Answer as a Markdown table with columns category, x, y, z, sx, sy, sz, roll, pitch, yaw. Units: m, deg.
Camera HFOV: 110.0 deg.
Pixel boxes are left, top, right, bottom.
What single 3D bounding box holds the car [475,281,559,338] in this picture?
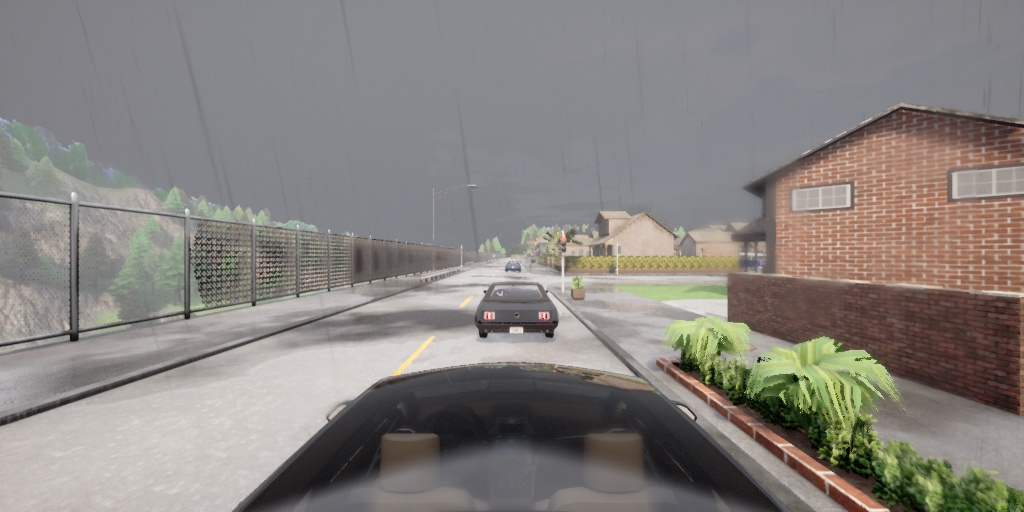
| category | x | y | z | sx | sy | sz | roll | pitch | yaw |
| --- | --- | --- | --- | --- | --- | --- | --- | --- | --- |
| car | 0.108 | 1.349 | 10.145 | 1.895 | 1.301 | 4.718 | 0 | 0 | 0 |

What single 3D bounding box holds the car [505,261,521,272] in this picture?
| category | x | y | z | sx | sy | sz | roll | pitch | yaw |
| --- | --- | --- | --- | --- | --- | --- | --- | --- | --- |
| car | 0.151 | 1.307 | 45.598 | 1.994 | 1.385 | 4.181 | 0 | 0 | 0 |
